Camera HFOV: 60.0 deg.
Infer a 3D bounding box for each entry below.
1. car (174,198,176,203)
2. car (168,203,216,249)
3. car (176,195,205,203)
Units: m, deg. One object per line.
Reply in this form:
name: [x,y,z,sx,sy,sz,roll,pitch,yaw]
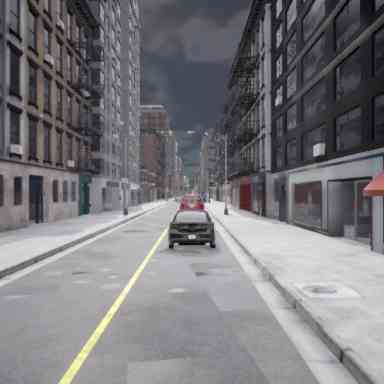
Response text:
car: [-3.000,1.692,75.961,2.128,1.511,4.902,0,0,0]
car: [0.000,1.486,14.650,1.882,1.535,5.008,0,0,0]
car: [0.000,1.273,29.681,2.150,2.045,5.566,0,0,0]
